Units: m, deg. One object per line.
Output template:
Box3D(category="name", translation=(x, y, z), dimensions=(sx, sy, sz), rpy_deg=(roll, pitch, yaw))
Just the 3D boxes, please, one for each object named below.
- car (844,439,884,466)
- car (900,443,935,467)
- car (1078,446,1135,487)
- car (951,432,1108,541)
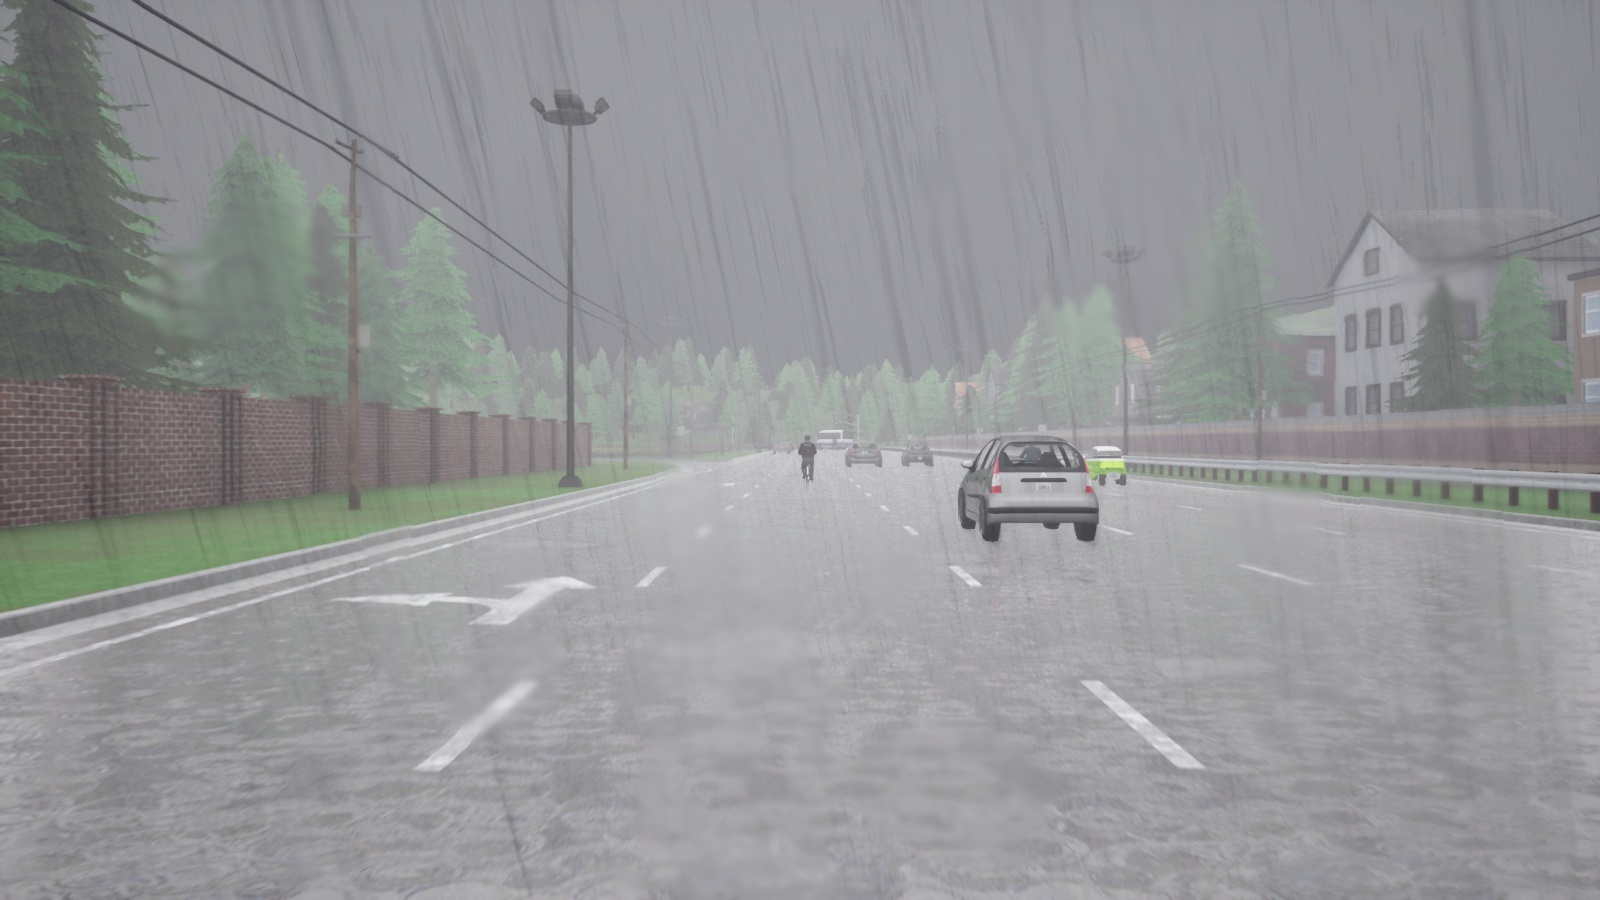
Box3D(category="car", translation=(3.964, 0.150, 78.562), dimensions=(2.242, 1.667, 4.611), rpy_deg=(0, 0, 0))
Box3D(category="car", translation=(7.473, 0.313, 80.172), dimensions=(1.816, 1.474, 4.193), rpy_deg=(0, 0, 0))
Box3D(category="car", translation=(10.768, 0.561, 44.195), dimensions=(1.481, 1.376, 2.207), rpy_deg=(0, 1, 0))
Box3D(category="car", translation=(3.633, 0.532, 20.570), dimensions=(1.851, 1.617, 3.988), rpy_deg=(0, 0, 0))
